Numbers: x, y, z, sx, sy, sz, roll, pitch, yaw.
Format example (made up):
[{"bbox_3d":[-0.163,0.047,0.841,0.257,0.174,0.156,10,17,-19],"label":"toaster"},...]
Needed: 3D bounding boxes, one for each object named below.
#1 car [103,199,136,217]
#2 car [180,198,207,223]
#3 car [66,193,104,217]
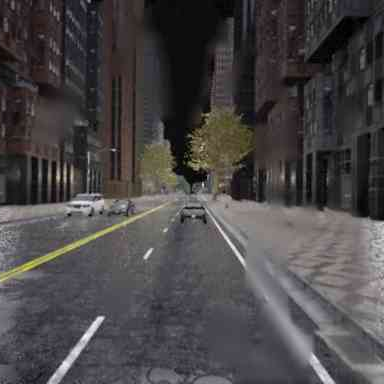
[{"bbox_3d":[-6.354,1.462,30.470,1.837,1.490,4.892,1,0,0],"label":"car"},{"bbox_3d":[0.125,1.492,25.712,2.128,1.511,4.902,1,0,0],"label":"car"},{"bbox_3d":[-9.600,1.163,30.460,2.150,2.045,5.566,1,0,0],"label":"car"}]
